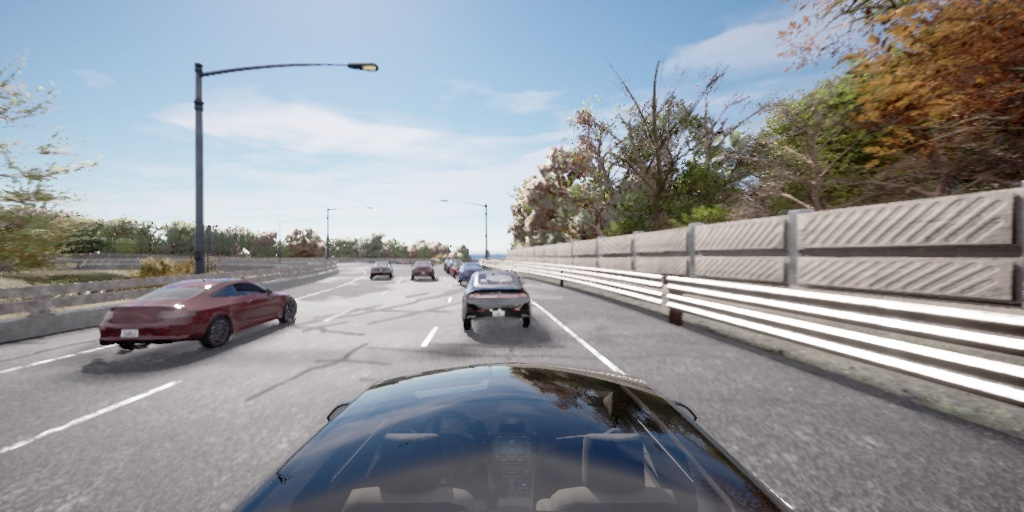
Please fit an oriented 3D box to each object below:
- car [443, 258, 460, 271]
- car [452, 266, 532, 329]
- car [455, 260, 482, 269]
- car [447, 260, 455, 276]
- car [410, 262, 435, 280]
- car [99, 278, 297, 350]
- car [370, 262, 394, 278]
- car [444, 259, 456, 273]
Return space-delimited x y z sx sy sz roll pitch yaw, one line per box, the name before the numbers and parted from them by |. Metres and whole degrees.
car | -8.171 1.109 48.232 2.128 1.511 4.902 0 0 -10
car | -0.562 1.207 11.156 2.128 1.511 4.902 0 0 -6
car | -2.847 1.203 25.371 1.812 1.442 4.674 0 0 -12
car | -4.531 1.260 32.471 1.895 1.301 4.718 0 0 -14
car | -7.617 1.202 30.619 1.812 1.442 4.674 0 0 -15
car | -7.354 1.277 9.012 1.812 1.442 4.674 0 0 -5
car | -11.817 1.232 32.666 2.033 1.411 5.357 0 0 -18
car | -6.151 1.135 38.823 2.128 1.511 4.902 0 0 -14
